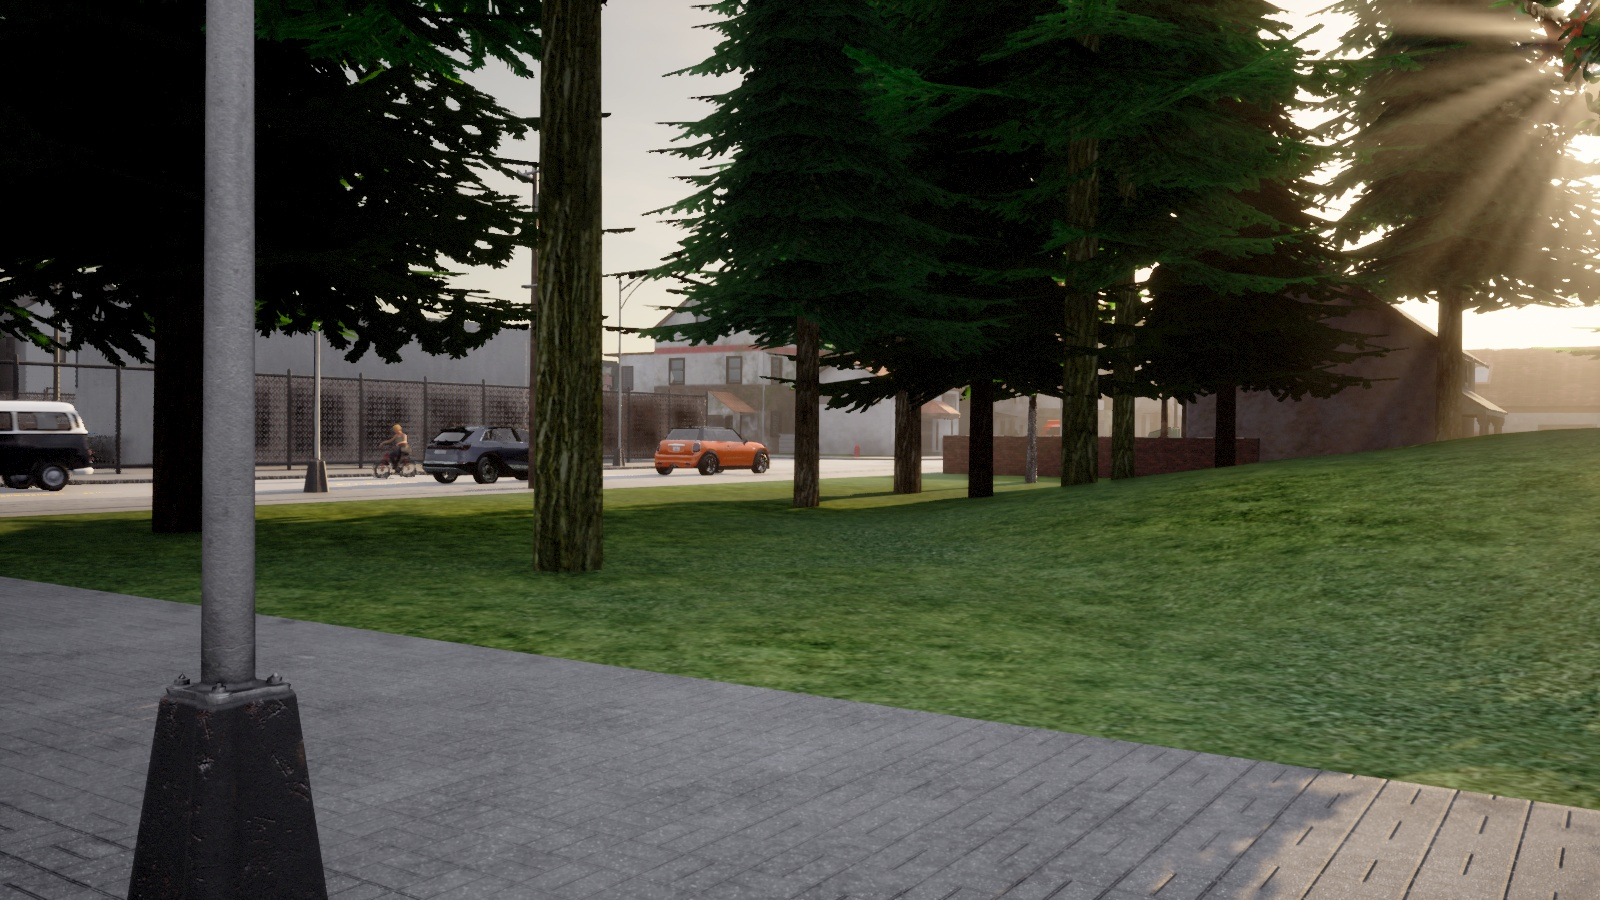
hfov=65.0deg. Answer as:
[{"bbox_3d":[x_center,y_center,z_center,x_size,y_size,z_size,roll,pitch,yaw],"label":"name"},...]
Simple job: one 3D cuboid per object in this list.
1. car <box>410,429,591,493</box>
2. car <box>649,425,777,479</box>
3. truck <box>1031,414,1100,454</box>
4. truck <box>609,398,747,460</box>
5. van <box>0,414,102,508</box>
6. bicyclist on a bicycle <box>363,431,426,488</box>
[{"bbox_3d":[-8.315,0.255,35.293,2.033,1.649,4.856,0,1,34],"label":"car"},{"bbox_3d":[-2.931,0.024,43.387,2.097,1.767,4.553,0,1,33],"label":"car"},{"bbox_3d":[17.161,-1.016,80.939,2.627,2.467,5.204,0,1,33],"label":"truck"},{"bbox_3d":[-7.151,-1.183,73.186,7.936,3.462,2.891,0,1,33],"label":"truck"},{"bbox_3d":[-18.206,0.241,27.629,2.069,2.038,4.480,0,1,33],"label":"van"},{"bbox_3d":[-11.949,0.271,37.055,0.866,1.612,1.509,0,2,34],"label":"bicyclist on a bicycle"}]
